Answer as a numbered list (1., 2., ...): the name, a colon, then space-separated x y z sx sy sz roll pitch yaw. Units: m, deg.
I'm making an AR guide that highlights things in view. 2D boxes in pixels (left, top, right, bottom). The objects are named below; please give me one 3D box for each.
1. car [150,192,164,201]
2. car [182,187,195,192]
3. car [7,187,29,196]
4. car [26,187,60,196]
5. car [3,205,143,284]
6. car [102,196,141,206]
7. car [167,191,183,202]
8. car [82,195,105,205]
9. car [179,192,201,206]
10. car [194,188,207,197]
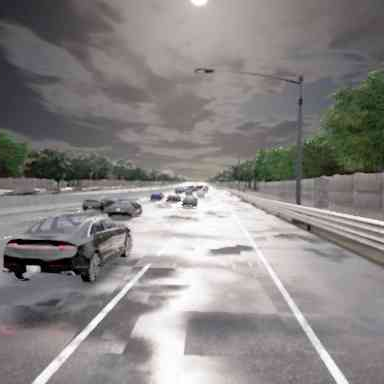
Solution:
1. car: -6.211 0.691 59.978 1.882 1.535 5.008 1 1 4
2. car: -0.758 0.087 88.423 2.033 1.411 5.357 1 2 4
3. car: -27.660 0.196 54.347 2.150 2.045 5.566 1 1 4
4. car: -18.116 0.615 41.631 2.097 1.767 4.553 1 1 5
5. car: -3.053 1.351 9.236 2.128 1.511 4.902 1 0 5
6. car: -5.216 1.244 26.227 1.994 1.385 4.181 1 0 4
7. car: -3.006 0.978 55.763 1.895 1.301 4.718 1 1 4
8. car: -8.396 1.068 30.464 2.128 1.511 4.902 1 0 4
9. car: -0.216 1.175 45.918 1.994 1.385 4.181 1 1 4
10. car: 2.043 0.427 77.830 1.812 1.442 4.674 1 2 4
